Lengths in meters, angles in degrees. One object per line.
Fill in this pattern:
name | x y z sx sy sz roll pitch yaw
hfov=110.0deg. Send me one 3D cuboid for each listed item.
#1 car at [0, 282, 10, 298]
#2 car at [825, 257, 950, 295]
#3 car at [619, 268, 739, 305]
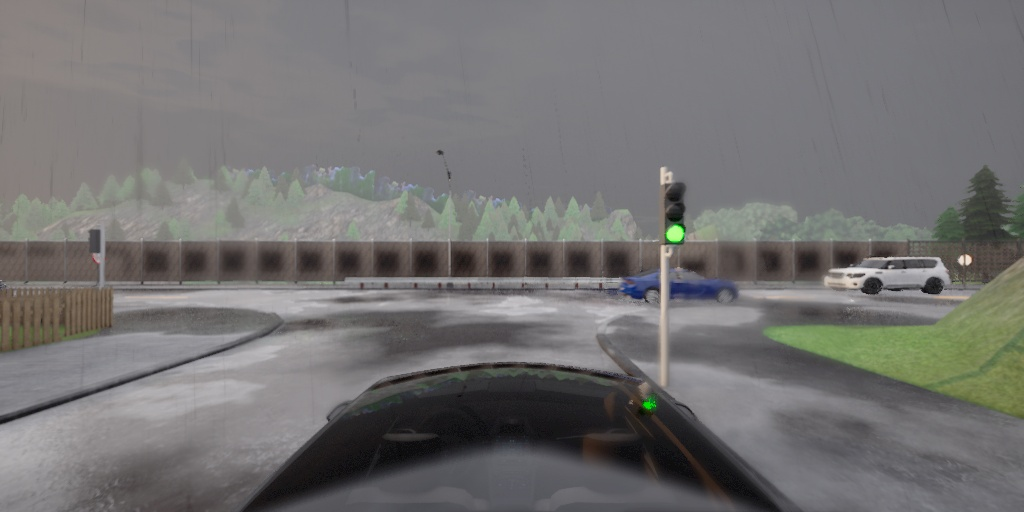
car | -25.564 1.355 16.006 4.674 1.442 1.812 0 0 0
car | 20.948 1.073 20.125 5.566 2.045 2.150 0 0 0
car | 7.377 1.308 16.018 5.008 1.535 1.882 0 0 0
